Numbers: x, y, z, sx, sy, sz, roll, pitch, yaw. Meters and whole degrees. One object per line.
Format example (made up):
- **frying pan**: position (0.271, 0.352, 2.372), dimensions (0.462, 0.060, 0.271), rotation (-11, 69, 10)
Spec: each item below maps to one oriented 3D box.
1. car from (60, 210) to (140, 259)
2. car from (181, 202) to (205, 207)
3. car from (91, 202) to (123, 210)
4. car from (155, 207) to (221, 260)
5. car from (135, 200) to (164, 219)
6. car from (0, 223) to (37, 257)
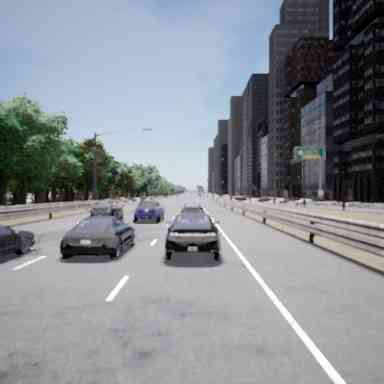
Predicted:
- **car**: position (-3.452, 1.612, 12.887), dimensions (1.994, 1.385, 4.181), rotation (0, 0, 1)
- **car**: position (0.048, 1.607, 27.611), dimensions (2.128, 1.511, 4.902), rotation (0, 0, 1)
- **car**: position (-6.952, 1.607, 27.624), dimensions (2.128, 1.511, 4.902), rotation (0, 0, 1)
- **car**: position (0.045, 1.538, 12.611), dimensions (2.128, 1.511, 4.902), rotation (0, 0, 1)
- **car**: position (-3.451, 1.466, 27.532), dimensions (2.097, 1.767, 4.553), rotation (0, 0, 0)
- **car**: position (-6.978, 1.585, 10.476), dimensions (2.033, 1.411, 5.357), rotation (0, 0, 1)
